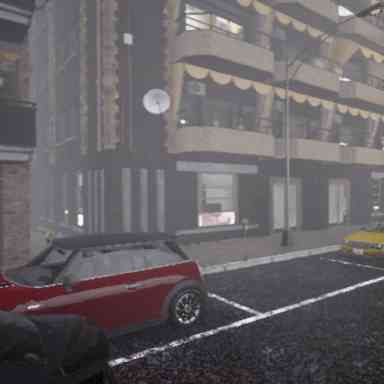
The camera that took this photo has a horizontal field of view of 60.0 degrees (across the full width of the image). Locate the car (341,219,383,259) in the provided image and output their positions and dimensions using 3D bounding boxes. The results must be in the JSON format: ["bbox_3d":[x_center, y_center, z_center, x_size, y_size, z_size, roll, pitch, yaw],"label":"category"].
[{"bbox_3d":[7.063,1.505,11.600,4.829,1.417,1.752,0,0,-35],"label":"car"}]

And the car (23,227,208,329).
[{"bbox_3d":[-1.800,1.438,5.283,4.097,1.590,1.967,0,0,-35],"label":"car"}]

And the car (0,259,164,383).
[{"bbox_3d":[-2.721,1.508,1.439,4.892,1.490,1.837,0,0,-35],"label":"car"}]
